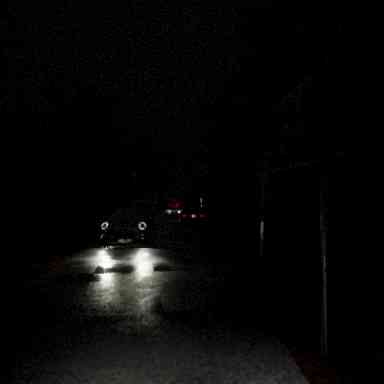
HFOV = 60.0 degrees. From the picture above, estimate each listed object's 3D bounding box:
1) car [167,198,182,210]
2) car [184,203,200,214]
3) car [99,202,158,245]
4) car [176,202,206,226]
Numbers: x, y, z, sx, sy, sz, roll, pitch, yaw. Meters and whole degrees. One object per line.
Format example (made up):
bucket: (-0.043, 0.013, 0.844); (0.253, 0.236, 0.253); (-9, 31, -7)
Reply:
car: (-2.922, 2.014, 56.028); (2.150, 2.045, 5.566); (0, -2, 1)
car: (0.026, 2.051, 42.148); (1.895, 1.301, 4.718); (0, -1, 0)
car: (-2.855, 1.414, 15.698); (2.097, 1.767, 4.553); (0, 0, 0)
car: (0.087, 1.704, 24.800); (2.033, 1.411, 5.357); (0, -1, 0)
